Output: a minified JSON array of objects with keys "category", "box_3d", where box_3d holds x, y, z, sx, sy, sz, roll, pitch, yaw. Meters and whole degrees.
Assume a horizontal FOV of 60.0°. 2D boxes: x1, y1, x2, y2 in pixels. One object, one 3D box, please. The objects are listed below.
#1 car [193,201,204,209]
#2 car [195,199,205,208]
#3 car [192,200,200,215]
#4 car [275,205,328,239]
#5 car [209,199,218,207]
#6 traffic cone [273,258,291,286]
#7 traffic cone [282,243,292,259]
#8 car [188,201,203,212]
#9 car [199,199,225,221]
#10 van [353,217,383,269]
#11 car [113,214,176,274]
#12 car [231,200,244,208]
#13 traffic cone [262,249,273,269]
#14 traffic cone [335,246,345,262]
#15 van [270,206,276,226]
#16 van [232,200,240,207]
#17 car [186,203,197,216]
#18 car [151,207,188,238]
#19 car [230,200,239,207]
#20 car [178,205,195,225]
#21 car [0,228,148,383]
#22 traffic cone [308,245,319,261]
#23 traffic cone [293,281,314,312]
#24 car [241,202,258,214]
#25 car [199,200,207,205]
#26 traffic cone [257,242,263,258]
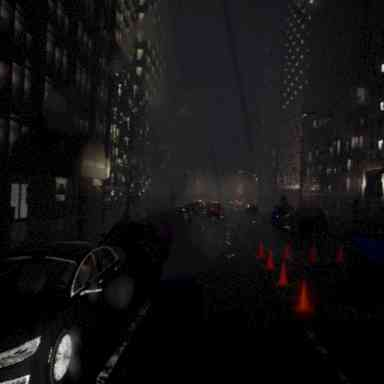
[{"category":"car","box_3d":[1.285,2.393,61.911,1.802,1.307,4.206,2,-1,4]},{"category":"car","box_3d":[1.637,2.336,67.586,1.967,1.590,4.097,2,-1,4]},{"category":"car","box_3d":[-0.102,2.025,39.223,2.008,1.369,4.403,2,-1,4]},{"category":"car","box_3d":[7.222,1.904,21.692,2.192,1.841,5.009,2,-1,4]},{"category":"car","box_3d":[5.061,2.542,79.341,2.097,1.767,4.553,3,-1,4]},{"category":"traffic cone","box_3d":[2.455,2.176,8.933,0.340,0.580,0.340,3,-1,4]},{"category":"traffic cone","box_3d":[3.696,2.279,12.863,0.340,0.580,0.340,3,-1,4]},{"category":"car","box_3d":[0.592,2.193,50.567,2.008,1.369,4.403,2,-1,4]},{"category":"car","box_3d":[2.108,1.844,32.583,2.097,1.767,4.553,3,-1,4]},{"category":"van","box_3d":[6.528,1.761,10.346,1.690,1.788,3.998,2,-1,4]},{"category":"car","box_3d":[-1.837,1.616,10.860,1.947,1.339,4.313,2,-1,4]},{"category":"car","box_3d":[10.345,2.664,72.744,2.192,1.841,5.009,2,-1,4]},{"category":"traffic cone","box_3d":[2.577,2.206,10.929,0.340,0.580,0.340,3,-1,4]},{"category":"traffic cone","box_3d":[5.690,2.368,12.740,0.340,0.580,0.340,3,-1,4]},{"category":"van","box_3d":[7.569,2.015,27.364,1.690,1.788,3.998,2,-1,4]},{"category":"van","box_3d":[11.038,2.858,84.088,1.690,1.788,3.998,2,-1,4]},{"category":"car","box_3d":[-0.796,1.887,27.877,1.802,1.307,4.206,2,-1,4]},{"category":"car","box_3d":[-1.489,1.680,16.533,1.887,1.381,4.507,2,-1,4]},{"category":"car","box_3d":[11.382,3.041,89.759,1.967,1.590,4.097,2,-1,4]},{"category":"car","box_3d":[-1.143,1.771,22.205,2.008,1.369,4.403,2,-1,4]},{"category":"car","box_3d":[-2.183,1.517,5.188,2.008,1.369,4.403,2,-1,4]},{"category":"traffic cone","box_3d":[4.693,2.324,12.802,0.340,0.580,0.340,3,-1,4]},{"category":"traffic cone","box_3d":[2.333,2.146,6.937,0.340,0.580,0.340,3,-1,4]},{"category":"car","box_3d":[8.949,2.563,50.050,2.008,1.369,4.403,2,-1,4]},{"category":"car","box_3d":[3.020,2.797,90.274,1.947,1.339,4.313,2,-1,4]},{"category":"traffic cone","box_3d":[2.699,2.235,12.925,0.340,0.580,0.340,3,-1,4]}]
